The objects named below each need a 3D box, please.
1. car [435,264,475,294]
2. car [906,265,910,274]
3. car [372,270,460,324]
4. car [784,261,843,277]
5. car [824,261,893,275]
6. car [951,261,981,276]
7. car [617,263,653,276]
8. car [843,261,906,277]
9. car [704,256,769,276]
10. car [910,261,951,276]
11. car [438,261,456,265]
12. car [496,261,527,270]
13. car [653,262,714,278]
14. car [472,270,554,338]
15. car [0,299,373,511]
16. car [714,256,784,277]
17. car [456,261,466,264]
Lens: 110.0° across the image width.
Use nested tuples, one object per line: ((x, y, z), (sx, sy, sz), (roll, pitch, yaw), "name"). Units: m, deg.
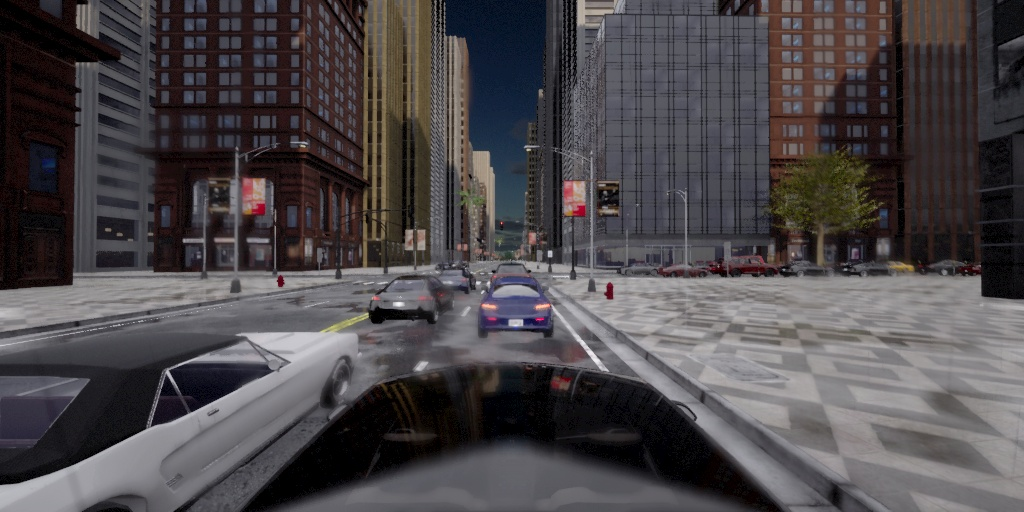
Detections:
((-3.177, 1.352, 20.439), (1.994, 1.385, 4.181), (0, 0, 0), "car")
((43.153, 1.293, 41.097), (4.829, 1.417, 1.751), (0, 0, -1), "car")
((-3.166, 1.326, 12.051), (1.994, 1.385, 4.181), (0, 0, 0), "car")
((26.549, 1.274, 32.290), (4.313, 1.339, 1.948), (0, 0, -1), "car")
((36.830, 1.296, 38.222), (5.357, 1.411, 2.033), (0, -1, -1), "car")
((43.462, 1.212, 32.577), (4.507, 1.381, 1.888), (0, 0, -1), "car")
((13.233, 1.383, 37.841), (4.181, 1.385, 1.994), (0, -1, -1), "car")
((32.186, 1.258, 32.385), (4.313, 1.339, 1.948), (0, 0, -1), "car")
((23.755, 1.004, 38.025), (5.566, 2.045, 2.150), (0, -1, -1), "car")
((42.752, 1.204, 35.190), (4.892, 1.490, 1.837), (0, -1, -1), "car")
((-9.914, 1.542, 52.783), (1.994, 1.385, 4.181), (0, 0, 0), "car")
((-0.025, 1.134, 19.048), (2.097, 1.767, 4.553), (0, 0, 0), "car")
((15.273, 1.325, 32.099), (4.207, 1.307, 1.802), (0, 0, -1), "car")
((0.093, 1.284, 10.062), (1.812, 1.442, 4.674), (0, 0, 0), "car")
((-3.156, 1.351, 3.228), (1.895, 1.301, 4.718), (0, 0, 0), "car")
((20.912, 1.039, 32.194), (5.009, 1.841, 2.192), (0, 0, -1), "car")
((-9.905, 1.542, 63.068), (2.128, 1.511, 4.902), (0, 0, 0), "car")
